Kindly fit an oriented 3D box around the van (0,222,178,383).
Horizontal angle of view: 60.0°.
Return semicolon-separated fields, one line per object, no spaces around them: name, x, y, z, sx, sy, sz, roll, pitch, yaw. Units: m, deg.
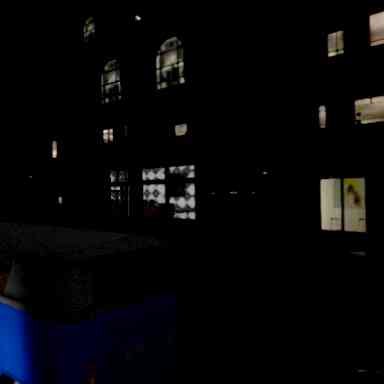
van;-2.069;1.353;4.363;3.998;1.788;1.690;0;-1;35

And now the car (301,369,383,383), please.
car;2.395;1.546;1.187;4.403;1.369;2.008;0;-1;35
